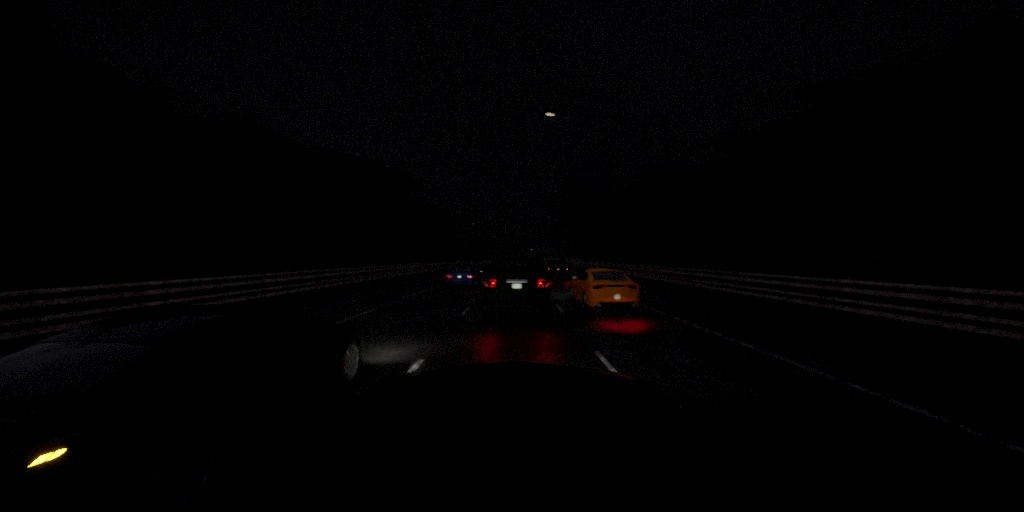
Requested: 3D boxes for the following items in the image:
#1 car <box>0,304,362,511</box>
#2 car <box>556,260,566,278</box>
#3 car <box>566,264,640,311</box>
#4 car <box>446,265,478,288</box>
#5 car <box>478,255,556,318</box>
[{"bbox_3d":[-3.401,1.275,4.041,1.812,1.442,4.674,0,0,0],"label":"car"},{"bbox_3d":[3.981,1.155,32.527,2.097,1.767,4.553,0,0,2],"label":"car"},{"bbox_3d":[3.591,1.238,14.592,1.882,1.535,5.008,0,0,1],"label":"car"},{"bbox_3d":[-3.140,1.323,24.350,2.033,1.411,5.357,0,0,1],"label":"car"},{"bbox_3d":[0.176,0.979,13.218,2.150,2.045,5.566,0,0,1],"label":"car"}]
